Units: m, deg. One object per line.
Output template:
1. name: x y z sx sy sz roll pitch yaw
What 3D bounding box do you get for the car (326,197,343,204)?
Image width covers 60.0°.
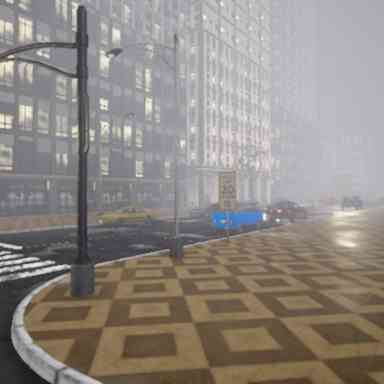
1. car: 28.685 1.700 66.808 2.008 1.369 4.403 0 0 38

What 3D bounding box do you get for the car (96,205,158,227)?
1. car: -4.540 1.629 23.789 1.752 1.417 4.829 0 0 38

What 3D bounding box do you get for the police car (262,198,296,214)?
1. police car: 10.173 1.529 38.511 1.930 1.638 5.238 0 0 38

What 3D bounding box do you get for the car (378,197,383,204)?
1. car: 38.322 1.693 66.416 1.947 1.339 4.313 0 0 38

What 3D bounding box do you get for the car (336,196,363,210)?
1. car: 21.370 1.409 44.361 2.192 1.841 5.009 0 0 38

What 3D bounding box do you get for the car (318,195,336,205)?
1. car: 25.294 1.458 62.398 2.192 1.841 5.009 0 0 38

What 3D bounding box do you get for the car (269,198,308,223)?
1. car: 7.810 1.518 26.714 1.967 1.590 4.097 0 0 38

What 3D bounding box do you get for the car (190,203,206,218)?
1. car: 1.562 1.689 31.516 1.802 1.307 4.206 0 0 38

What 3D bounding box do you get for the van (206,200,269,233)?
1. van: 2.852 1.414 20.082 1.690 1.788 3.998 0 0 38
